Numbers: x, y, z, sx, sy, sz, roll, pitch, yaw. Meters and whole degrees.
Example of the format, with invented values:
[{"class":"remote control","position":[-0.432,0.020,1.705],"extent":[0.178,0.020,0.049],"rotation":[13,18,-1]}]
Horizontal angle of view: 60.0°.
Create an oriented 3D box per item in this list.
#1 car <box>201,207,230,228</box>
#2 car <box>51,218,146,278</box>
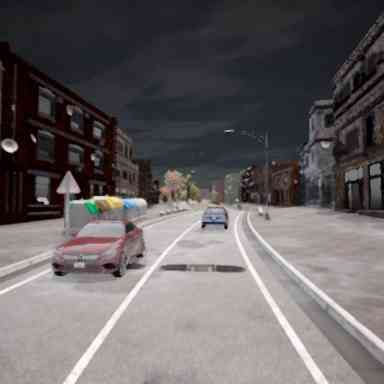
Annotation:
[{"class":"car","position":[1.772,1.776,24.297],"extent":[2.033,1.411,5.357],"rotation":[0,-1,8]},{"class":"car","position":[-2.692,1.599,10.654],"extent":[1.812,1.442,4.674],"rotation":[0,-1,3]}]
